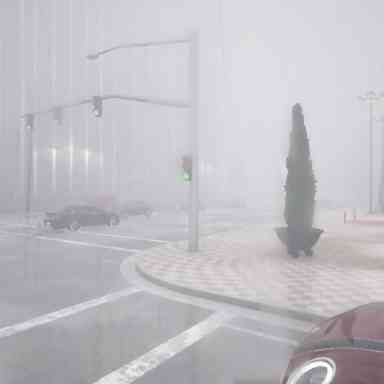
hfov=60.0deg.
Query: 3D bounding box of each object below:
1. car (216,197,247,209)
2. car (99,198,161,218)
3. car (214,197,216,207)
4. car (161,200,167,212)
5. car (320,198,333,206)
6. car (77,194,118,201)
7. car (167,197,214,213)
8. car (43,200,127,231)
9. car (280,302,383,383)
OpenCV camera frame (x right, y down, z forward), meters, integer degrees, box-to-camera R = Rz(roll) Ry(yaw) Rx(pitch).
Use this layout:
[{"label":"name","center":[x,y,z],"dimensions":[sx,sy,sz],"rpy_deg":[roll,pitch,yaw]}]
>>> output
[{"label":"car","center":[5.721,1.491,44.722],"dimensions":[2.128,1.511,4.902],"rpy_deg":[0,0,35]},{"label":"car","center":[-5.303,1.491,28.933],"dimensions":[2.128,1.511,4.902],"rpy_deg":[0,0,35]},{"label":"car","center":[2.638,1.478,46.422],"dimensions":[1.882,1.535,5.008],"rpy_deg":[0,0,35]},{"label":"car","center":[-3.193,1.564,38.070],"dimensions":[1.994,1.385,4.181],"rpy_deg":[0,0,35]},{"label":"car","center":[22.627,1.601,56.418],"dimensions":[1.895,1.301,4.718],"rpy_deg":[0,0,34]},{"label":"car","center":[-8.898,1.221,29.884],"dimensions":[2.150,2.045,5.566],"rpy_deg":[0,0,35]},{"label":"car","center":[-0.092,1.491,36.405],"dimensions":[2.128,1.511,4.902],"rpy_deg":[0,0,35]},{"label":"car","center":[-6.629,1.505,20.551],"dimensions":[1.837,1.490,4.892],"rpy_deg":[0,0,35]},{"label":"car","center":[2.830,1.352,1.952],"dimensions":[4.553,1.767,2.097],"rpy_deg":[0,0,36]}]
